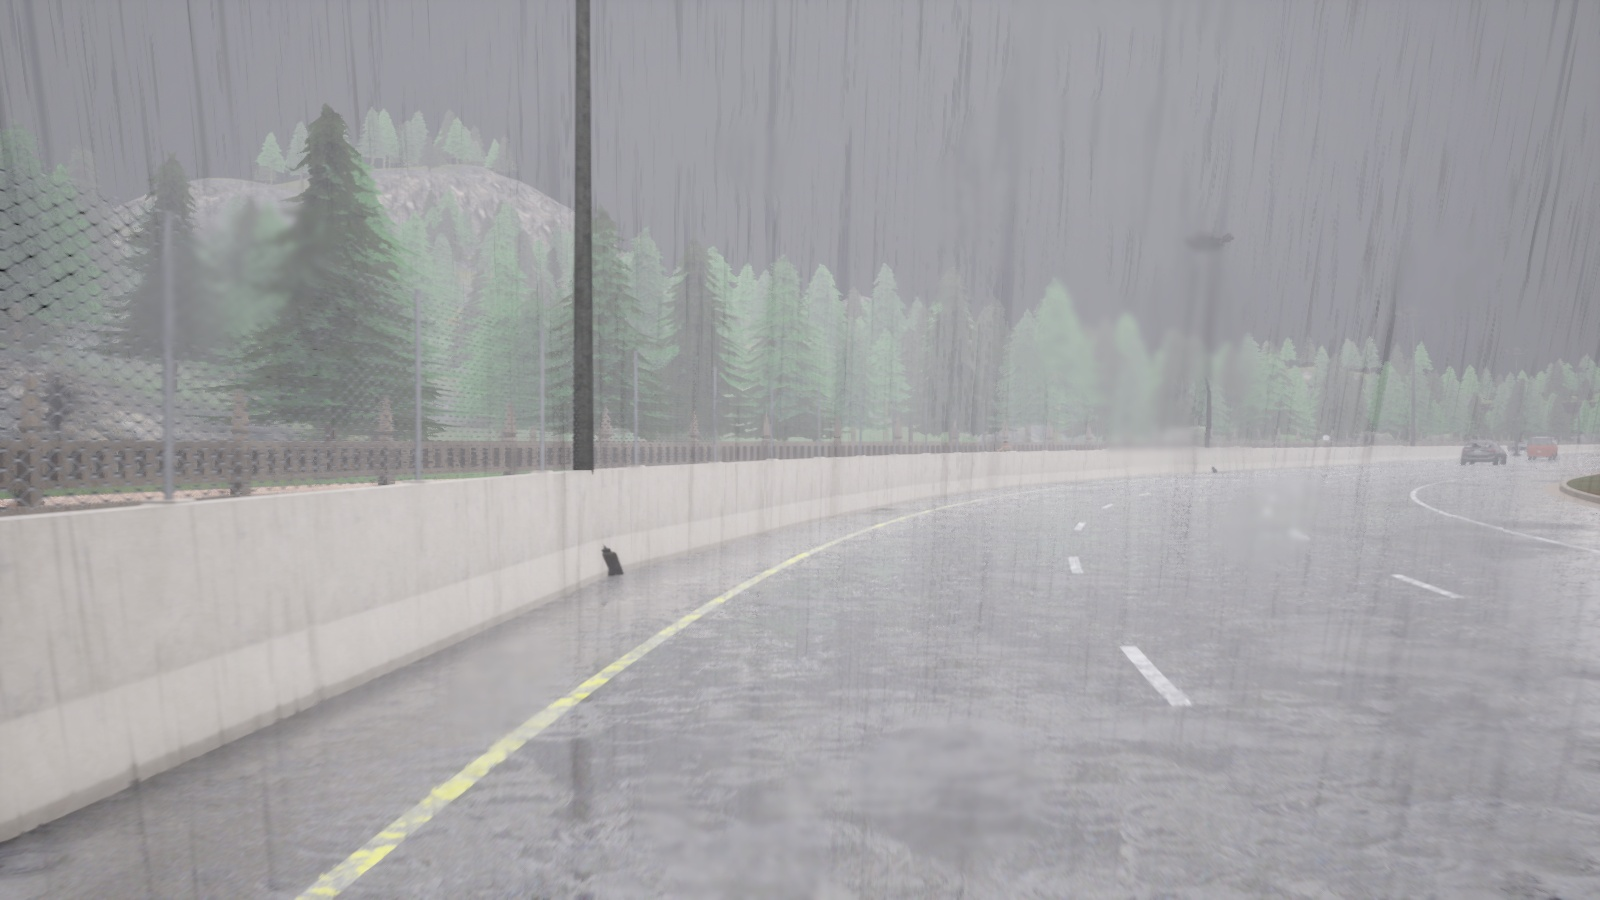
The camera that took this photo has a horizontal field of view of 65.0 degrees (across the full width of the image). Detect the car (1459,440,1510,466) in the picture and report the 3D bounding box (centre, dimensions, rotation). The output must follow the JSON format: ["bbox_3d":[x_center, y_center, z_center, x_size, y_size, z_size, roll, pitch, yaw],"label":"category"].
[{"bbox_3d":[45.582,0.162,83.614,2.242,1.667,4.611,0,0,38],"label":"car"}]
